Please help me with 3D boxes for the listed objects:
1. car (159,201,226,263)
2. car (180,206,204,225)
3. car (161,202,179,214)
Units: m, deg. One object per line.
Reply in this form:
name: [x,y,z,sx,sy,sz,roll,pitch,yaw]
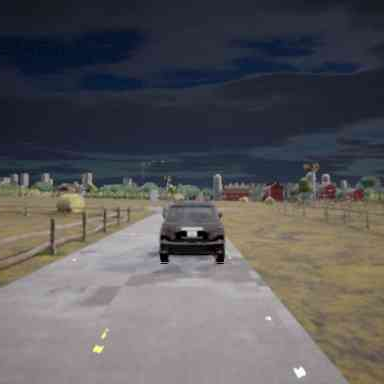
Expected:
car: [0.015,1.360,12.628,2.150,2.045,5.566,0,0,0]
car: [0.028,1.916,28.309,1.895,1.301,4.718,0,-1,0]
car: [-2.758,1.999,42.596,1.837,1.490,4.892,0,-1,0]
